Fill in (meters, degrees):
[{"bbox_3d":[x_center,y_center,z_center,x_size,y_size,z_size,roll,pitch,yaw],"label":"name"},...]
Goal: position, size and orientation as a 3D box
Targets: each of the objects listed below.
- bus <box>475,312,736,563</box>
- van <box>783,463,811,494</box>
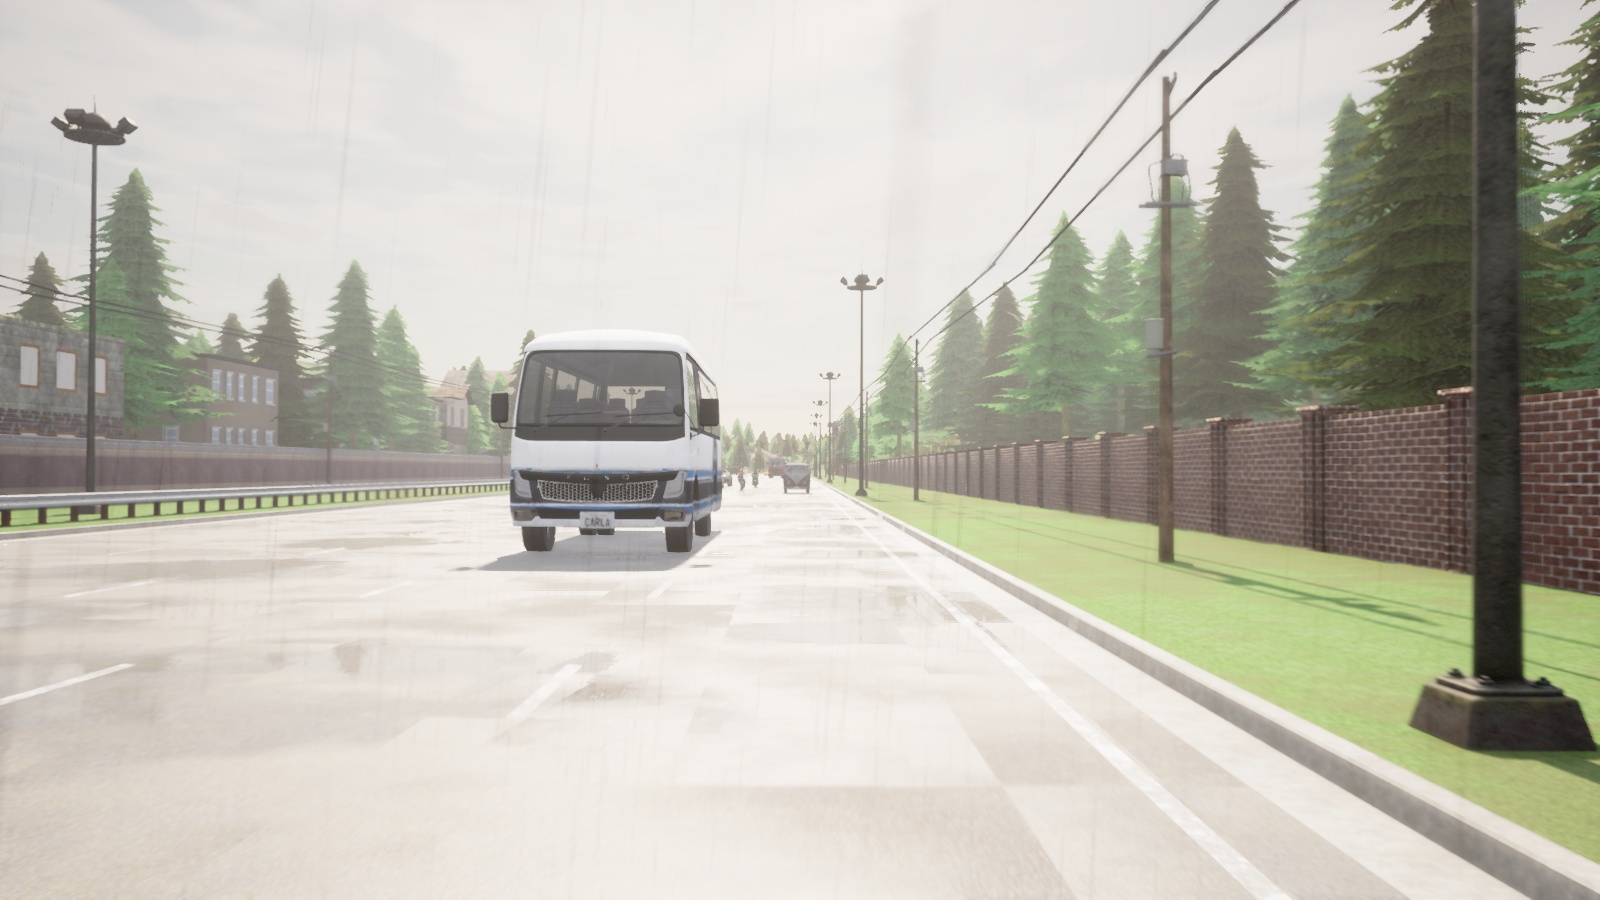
[{"bbox_3d":[-3.568,-0.140,26.510,3.944,4.253,10.273,0,-1,0],"label":"bus"},{"bbox_3d":[-0.196,1.833,81.956,1.775,1.987,4.442,0,-1,0],"label":"van"}]
